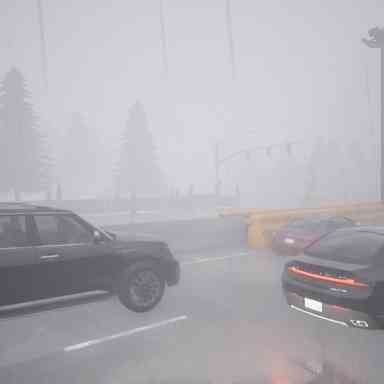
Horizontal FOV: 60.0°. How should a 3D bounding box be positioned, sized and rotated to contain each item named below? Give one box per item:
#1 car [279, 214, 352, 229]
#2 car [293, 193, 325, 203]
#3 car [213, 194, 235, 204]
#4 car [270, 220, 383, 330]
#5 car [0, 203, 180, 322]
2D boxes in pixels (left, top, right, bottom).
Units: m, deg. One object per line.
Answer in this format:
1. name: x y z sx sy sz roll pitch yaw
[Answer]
1. car: 4.627 1.440 11.339 4.181 1.385 1.994 -1 1 -35
2. car: 17.617 0.877 50.233 1.837 1.490 4.892 -3 2 -37
3. car: 4.738 1.024 50.124 2.128 1.511 4.902 -1 1 -35
4. car: 3.817 1.434 6.471 4.892 1.490 1.837 -1 1 -35
5. car: -2.903 1.217 5.974 5.566 2.045 2.150 0 0 -36
